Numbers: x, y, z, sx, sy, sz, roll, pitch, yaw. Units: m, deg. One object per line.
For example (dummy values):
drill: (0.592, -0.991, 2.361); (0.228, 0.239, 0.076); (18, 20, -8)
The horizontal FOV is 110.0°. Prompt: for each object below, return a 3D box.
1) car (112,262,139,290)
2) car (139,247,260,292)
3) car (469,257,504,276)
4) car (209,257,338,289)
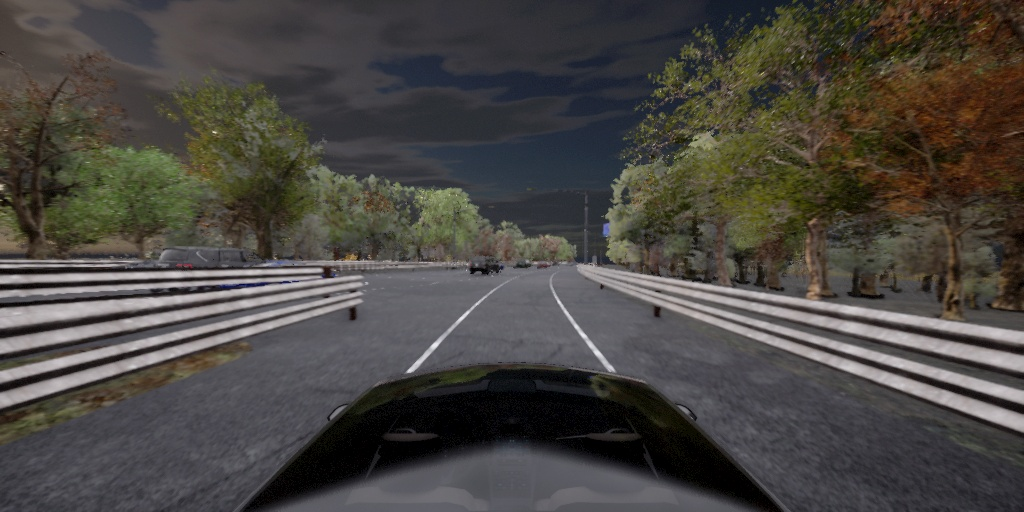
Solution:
car: (-16.805, 0.911, 18.106); (2.128, 1.511, 4.902); (0, -1, 16)
car: (-13.437, 0.663, 17.140); (2.150, 2.045, 5.566); (0, -1, 16)
car: (-3.031, 1.129, 40.842); (2.150, 2.045, 5.566); (1, 0, 16)
car: (-10.098, 0.944, 16.101); (1.882, 1.535, 5.008); (0, -1, 16)
